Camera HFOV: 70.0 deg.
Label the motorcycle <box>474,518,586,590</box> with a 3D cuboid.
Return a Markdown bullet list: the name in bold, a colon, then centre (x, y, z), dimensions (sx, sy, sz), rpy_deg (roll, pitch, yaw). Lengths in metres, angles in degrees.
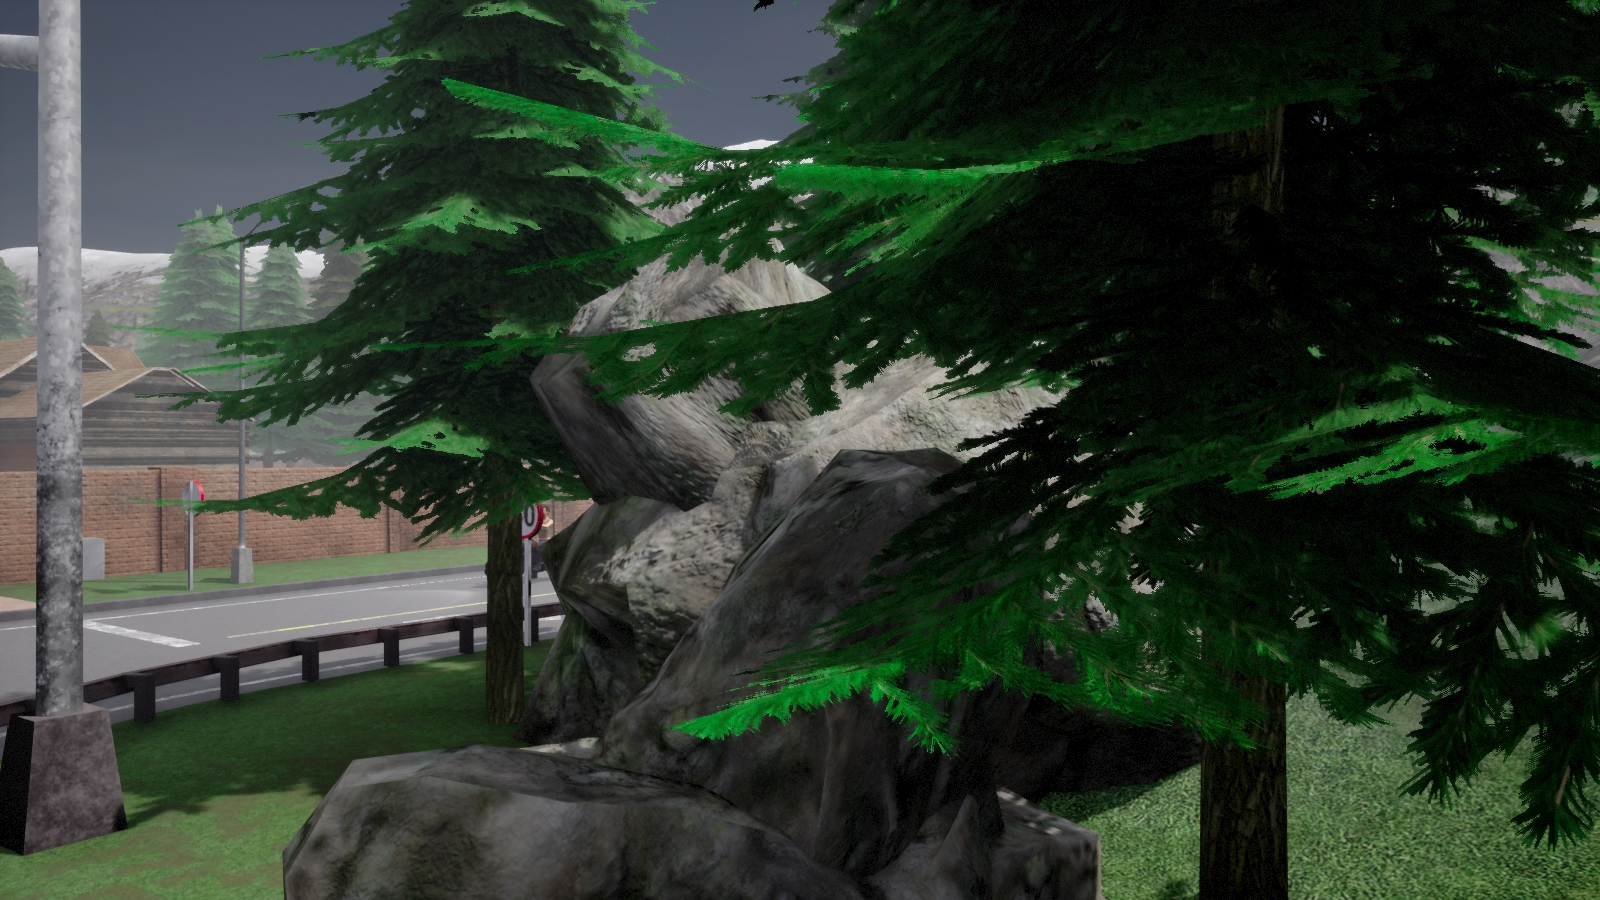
- **motorcycle**: centre (-5.636, 2.150, 24.014), dimensions (0.764, 1.277, 2.356), rpy_deg (0, 0, 36)
